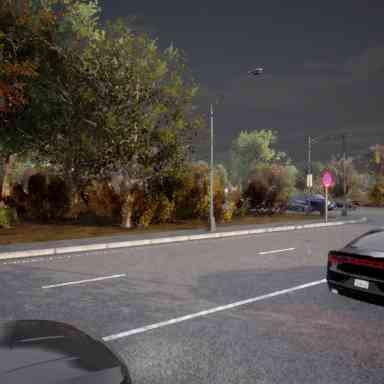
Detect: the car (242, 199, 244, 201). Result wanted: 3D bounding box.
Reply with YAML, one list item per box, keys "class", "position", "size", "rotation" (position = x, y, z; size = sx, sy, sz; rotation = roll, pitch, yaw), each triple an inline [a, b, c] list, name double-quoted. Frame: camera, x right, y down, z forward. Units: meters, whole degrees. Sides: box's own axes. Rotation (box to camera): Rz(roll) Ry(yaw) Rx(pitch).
- class: "car"
  position: [7.591, 1.522, 45.319]
  size: [1.812, 1.442, 4.674]
  rotation: [0, 0, -32]

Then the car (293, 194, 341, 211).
- class: "car"
  position: [14.720, 1.221, 40.663]
  size: [2.150, 2.045, 5.566]
  rotation: [0, 0, -31]

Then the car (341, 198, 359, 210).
- class: "car"
  position: [18.373, 1.491, 41.774]
  size: [2.128, 1.511, 4.902]
  rotation: [0, 0, -32]

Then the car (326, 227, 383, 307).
- class: "car"
  position: [5.022, 1.478, 7.349]
  size: [5.008, 1.535, 1.882]
  rotation: [0, 0, -36]

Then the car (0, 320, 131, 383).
- class: "car"
  position: [-2.697, 1.505, 1.815]
  size: [4.892, 1.490, 1.837]
  rotation: [0, 0, -36]

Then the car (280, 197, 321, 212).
- class: "car"
  position: [12.118, 1.564, 38.193]
  size: [1.994, 1.385, 4.181]
  rotation: [0, 0, -32]
